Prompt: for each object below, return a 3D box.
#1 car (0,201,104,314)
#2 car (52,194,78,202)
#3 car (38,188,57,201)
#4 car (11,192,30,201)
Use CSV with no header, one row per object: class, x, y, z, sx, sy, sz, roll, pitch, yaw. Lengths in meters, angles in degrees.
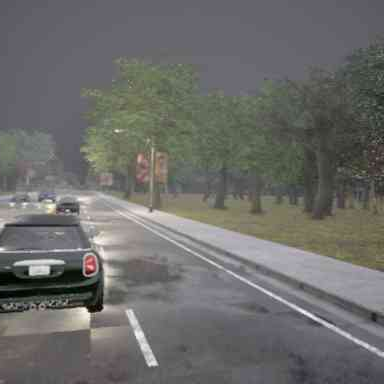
car,-3.153,1.254,7.340,2.097,1.767,4.553,2,0,-19
car,-10.360,1.177,27.910,1.837,1.490,4.892,2,0,-19
car,-21.013,0.462,48.495,2.150,2.045,5.566,2,0,-19
car,-23.656,0.673,46.112,1.812,1.442,4.674,2,0,-18
